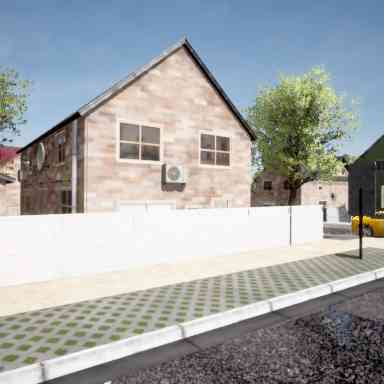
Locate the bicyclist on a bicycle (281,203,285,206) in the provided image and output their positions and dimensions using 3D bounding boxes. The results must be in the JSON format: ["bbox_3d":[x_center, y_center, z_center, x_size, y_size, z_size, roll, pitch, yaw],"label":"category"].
[{"bbox_3d":[8.542,1.828,31.235,1.656,1.620,0.582,-2,1,-35],"label":"bicyclist on a bicycle"}]

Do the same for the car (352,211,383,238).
[{"bbox_3d":[11.050,1.721,17.500,1.882,1.535,5.008,1,-3,-35],"label":"car"}]
